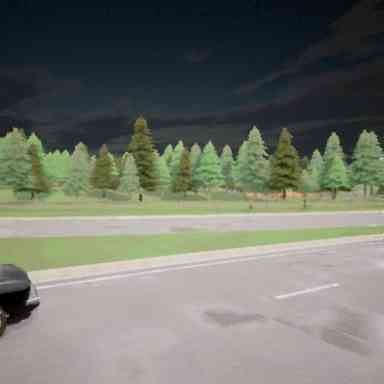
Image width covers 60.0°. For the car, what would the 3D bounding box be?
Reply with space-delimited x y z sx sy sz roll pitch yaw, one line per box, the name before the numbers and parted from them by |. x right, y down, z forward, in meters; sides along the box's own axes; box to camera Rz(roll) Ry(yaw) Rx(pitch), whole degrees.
car | -4.741 1.587 4.578 4.718 1.301 1.895 0 0 -35
